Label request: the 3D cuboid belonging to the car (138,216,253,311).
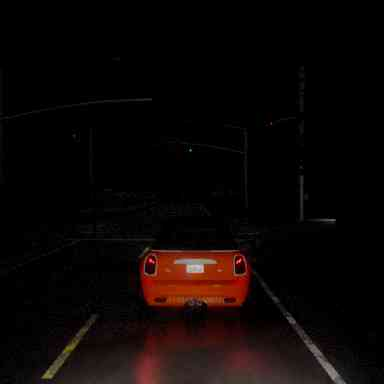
[{"bbox_3d":[0.064,1.352,7.908,2.097,1.767,4.553,0,0,0],"label":"car"}]
